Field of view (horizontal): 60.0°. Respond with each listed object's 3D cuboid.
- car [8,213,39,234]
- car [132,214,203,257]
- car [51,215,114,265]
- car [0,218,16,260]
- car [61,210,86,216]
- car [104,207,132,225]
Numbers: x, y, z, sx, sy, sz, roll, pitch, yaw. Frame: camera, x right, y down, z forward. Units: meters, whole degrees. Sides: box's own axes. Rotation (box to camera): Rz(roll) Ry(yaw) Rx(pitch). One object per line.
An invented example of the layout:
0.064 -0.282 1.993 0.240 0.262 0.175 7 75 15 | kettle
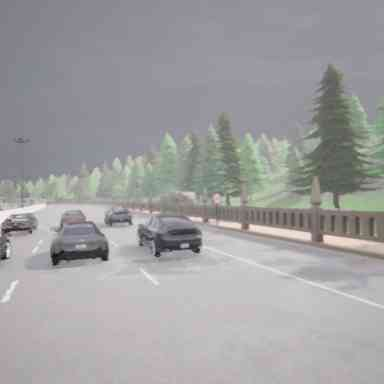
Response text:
-12.082 2.178 23.585 2.033 1.411 5.357 -1 -1 -20 | car
-1.084 1.710 14.150 1.837 1.490 4.892 -1 0 -20 | car
-4.446 1.852 13.164 1.994 1.385 4.181 -1 -1 -20 | car
-7.464 1.851 11.216 1.837 1.490 4.892 -1 -2 -20 | car
-9.641 2.170 27.152 1.994 1.385 4.181 -1 -1 -20 | car
-6.258 2.012 28.074 2.128 1.511 4.902 -1 -1 -20 | car
